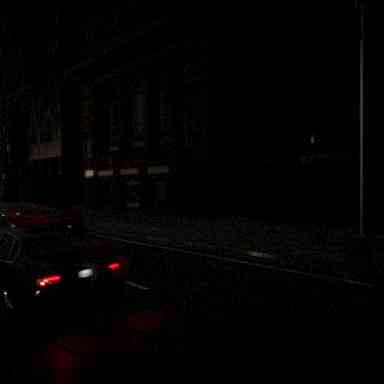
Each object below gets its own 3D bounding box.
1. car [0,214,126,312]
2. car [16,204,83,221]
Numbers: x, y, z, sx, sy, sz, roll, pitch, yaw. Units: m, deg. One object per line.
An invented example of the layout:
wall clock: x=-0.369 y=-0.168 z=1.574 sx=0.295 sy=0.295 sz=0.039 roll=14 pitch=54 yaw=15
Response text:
car: x=-3.679 y=1.489 z=7.672 sx=5.357 sy=1.411 sz=2.033 roll=0 pitch=1 yaw=44
car: x=-7.058 y=1.328 z=15.885 sx=5.008 sy=1.535 sz=1.882 roll=0 pitch=1 yaw=44
